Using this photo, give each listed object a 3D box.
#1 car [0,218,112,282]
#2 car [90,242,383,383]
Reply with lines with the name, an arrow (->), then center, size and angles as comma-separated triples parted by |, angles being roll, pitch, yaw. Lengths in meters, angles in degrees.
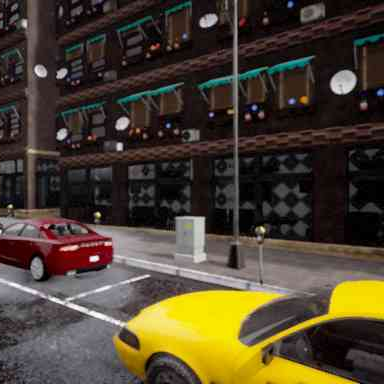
car -> -4.084, 1.370, 9.040 | 4.507, 1.381, 1.887 | 1, -1, 36
car -> 1.615, 1.453, 2.808 | 5.366, 1.575, 1.801 | 1, 1, 36
